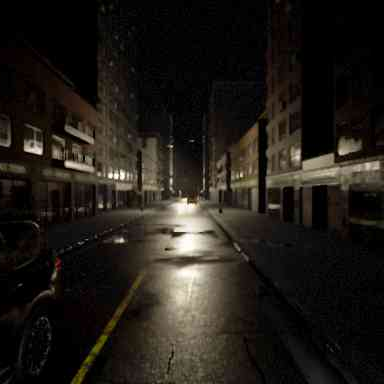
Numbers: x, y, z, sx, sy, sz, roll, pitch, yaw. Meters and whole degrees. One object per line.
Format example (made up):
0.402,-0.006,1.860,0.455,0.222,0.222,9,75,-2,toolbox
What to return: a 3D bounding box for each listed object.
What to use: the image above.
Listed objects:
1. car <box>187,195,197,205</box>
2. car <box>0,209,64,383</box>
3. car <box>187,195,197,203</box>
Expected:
-0.013,1.715,62.936,1.882,1.535,5.008,0,0,0,car
-2.847,1.229,2.401,2.150,2.045,5.566,0,0,0,car
-0.015,1.465,73.327,2.097,1.767,4.553,0,0,0,car
